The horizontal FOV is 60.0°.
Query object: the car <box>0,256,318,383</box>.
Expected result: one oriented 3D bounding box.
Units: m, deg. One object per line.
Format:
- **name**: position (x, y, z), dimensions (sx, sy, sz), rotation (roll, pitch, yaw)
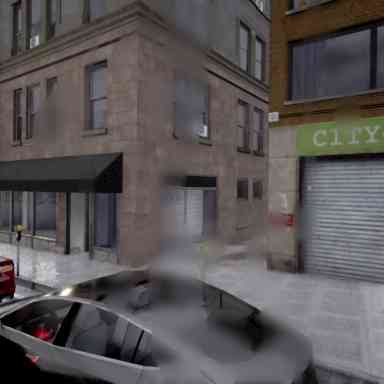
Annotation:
- **car**: position (-0.895, 1.565, 3.591), dimensions (4.313, 1.339, 1.947), rotation (0, 1, 35)
